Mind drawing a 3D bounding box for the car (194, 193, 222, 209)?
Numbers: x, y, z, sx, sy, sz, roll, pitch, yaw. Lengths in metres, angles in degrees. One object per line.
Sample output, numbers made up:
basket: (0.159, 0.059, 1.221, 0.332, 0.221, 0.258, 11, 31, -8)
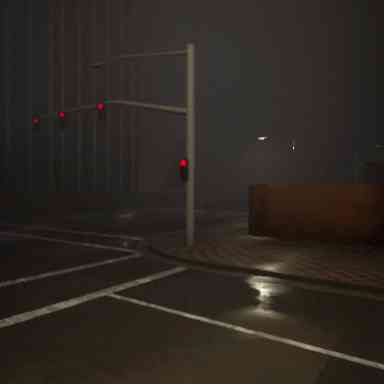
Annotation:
car: (1.963, 1.205, 44.854, 2.150, 2.045, 5.566, 0, 0, 36)
